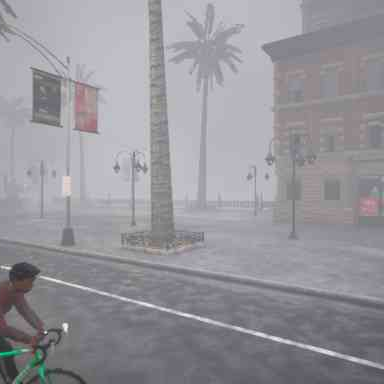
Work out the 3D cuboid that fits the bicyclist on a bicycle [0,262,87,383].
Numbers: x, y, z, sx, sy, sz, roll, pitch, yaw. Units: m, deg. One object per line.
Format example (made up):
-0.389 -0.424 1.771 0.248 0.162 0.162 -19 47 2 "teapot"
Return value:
-1.685 1.454 2.975 1.656 1.620 0.582 2 0 -2 "bicyclist on a bicycle"
